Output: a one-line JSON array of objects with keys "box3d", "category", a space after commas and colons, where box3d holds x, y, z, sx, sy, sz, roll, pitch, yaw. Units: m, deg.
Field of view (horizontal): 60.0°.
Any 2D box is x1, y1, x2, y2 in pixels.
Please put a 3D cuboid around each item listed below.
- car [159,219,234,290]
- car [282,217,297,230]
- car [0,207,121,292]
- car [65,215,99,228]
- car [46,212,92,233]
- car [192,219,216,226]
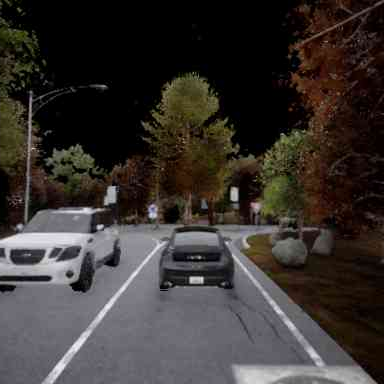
[{"box3d": [0.126, 1.761, 9.743, 1.837, 1.490, 4.892, 0, -2, 1], "category": "car"}, {"box3d": [12.721, 4.062, 44.168, 2.097, 1.767, 4.553, -2, -5, 19], "category": "car"}, {"box3d": [-3.630, 1.480, 9.931, 2.150, 2.045, 5.566, 0, -2, 0], "category": "car"}, {"box3d": [-18.260, 4.845, 55.524, 2.150, 2.045, 5.566, -3, -5, 26], "category": "car"}, {"box3d": [-13.079, 3.216, 35.247, 5.566, 2.045, 2.150, -4, -6, 41], "category": "car"}, {"box3d": [2.329, 5.847, 64.109, 4.181, 1.385, 1.994, -1, -5, 20], "category": "car"}]
